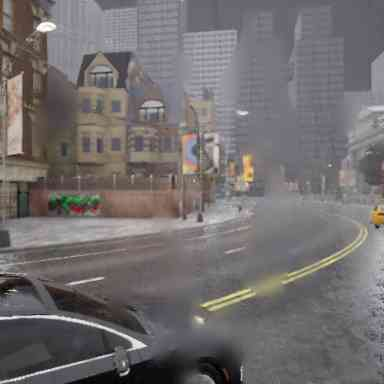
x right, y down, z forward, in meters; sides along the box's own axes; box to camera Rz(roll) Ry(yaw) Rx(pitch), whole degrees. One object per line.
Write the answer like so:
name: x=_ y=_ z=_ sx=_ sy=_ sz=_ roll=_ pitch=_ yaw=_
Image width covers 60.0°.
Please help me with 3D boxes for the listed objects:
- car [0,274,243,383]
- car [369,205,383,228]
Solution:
car: x=-1.685 y=1.519 z=2.802 sx=4.892 sy=1.490 sz=1.837 roll=0 pitch=0 yaw=-37
car: x=13.591 y=1.623 z=23.145 sx=1.882 sy=1.535 sz=5.008 roll=0 pitch=0 yaw=23
